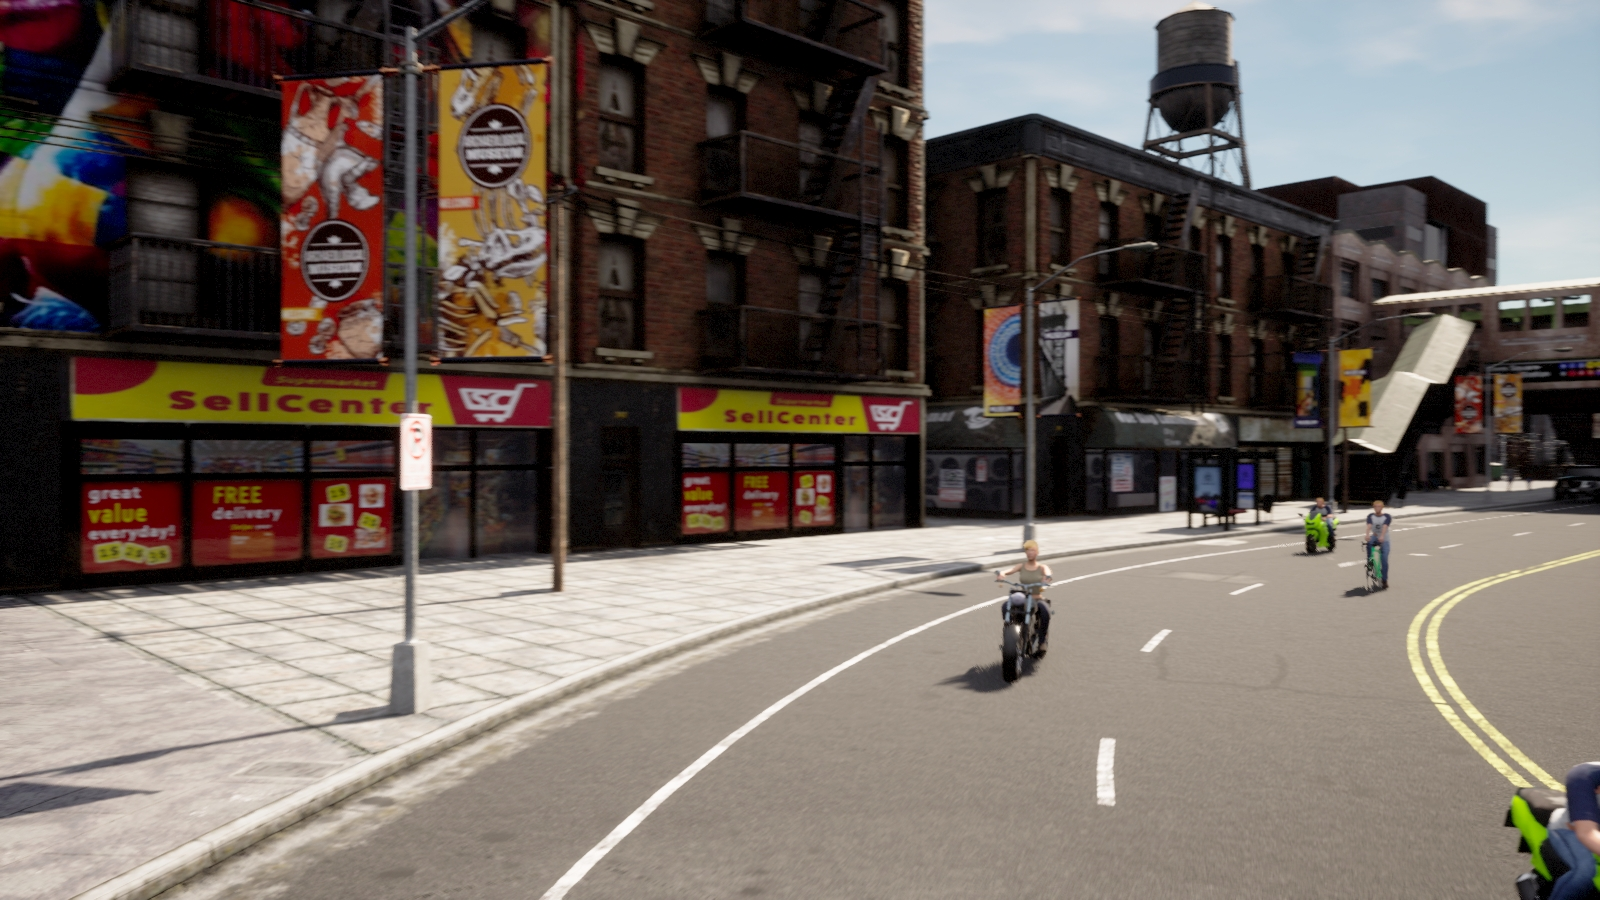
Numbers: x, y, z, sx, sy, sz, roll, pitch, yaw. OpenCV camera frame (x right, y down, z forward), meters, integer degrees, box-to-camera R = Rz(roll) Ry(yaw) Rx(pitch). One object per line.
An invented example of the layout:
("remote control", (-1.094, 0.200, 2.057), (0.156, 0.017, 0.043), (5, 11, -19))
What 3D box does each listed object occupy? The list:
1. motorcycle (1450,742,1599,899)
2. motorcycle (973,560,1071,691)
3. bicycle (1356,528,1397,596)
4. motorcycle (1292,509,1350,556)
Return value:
("motorcycle", (3.874, 2.219, 5.342), (0.803, 1.145, 2.033), (1, 0, 10))
("motorcycle", (2.879, 2.174, 14.615), (0.764, 1.277, 2.356), (1, 1, 22))
("bicycle", (11.581, 2.224, 22.934), (0.373, 1.196, 1.643), (0, 0, 39))
("motorcycle", (14.280, 2.235, 31.290), (0.803, 1.145, 2.033), (0, 0, 45))
